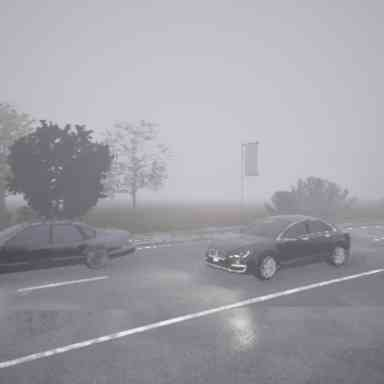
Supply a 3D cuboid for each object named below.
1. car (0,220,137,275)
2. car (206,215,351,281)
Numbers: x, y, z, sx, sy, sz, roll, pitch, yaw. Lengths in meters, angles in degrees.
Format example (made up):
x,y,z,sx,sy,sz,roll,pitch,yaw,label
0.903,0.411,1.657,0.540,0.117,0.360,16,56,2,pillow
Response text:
x,y,z,sx,sy,sz,roll,pitch,yaw,label
-4.291,1.521,9.445,5.357,1.411,2.033,0,0,-35,car
2.668,1.477,9.810,4.892,1.490,1.837,0,0,-32,car
